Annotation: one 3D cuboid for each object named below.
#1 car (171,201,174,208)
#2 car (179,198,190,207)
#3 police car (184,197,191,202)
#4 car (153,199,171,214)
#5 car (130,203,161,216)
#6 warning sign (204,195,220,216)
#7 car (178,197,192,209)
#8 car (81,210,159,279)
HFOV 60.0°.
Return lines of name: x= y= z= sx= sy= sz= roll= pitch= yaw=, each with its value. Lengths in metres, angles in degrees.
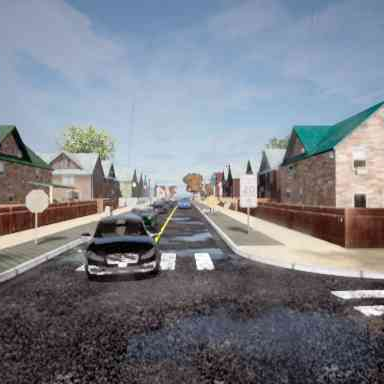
car: x=-3.936 y=1.821 z=53.040 sx=1.994 sy=1.385 sz=4.181 roll=0 pitch=0 yaw=-1
car: x=-1.303 y=1.748 z=58.112 sx=1.882 sy=1.535 sz=5.008 roll=0 pitch=-1 yaw=-1
police car: x=-1.344 y=2.144 z=95.629 sx=1.930 sy=1.638 sz=5.238 roll=0 pitch=-1 yaw=-1
car: x=-3.636 y=1.677 z=36.121 sx=1.994 sy=1.385 sz=4.181 roll=0 pitch=0 yaw=-1
car: x=-3.321 y=1.643 z=22.039 sx=1.895 sy=1.301 sz=4.718 roll=0 pitch=0 yaw=-1
warning sign: x=1.841 y=1.197 z=30.584 sx=1.300 sy=1.860 sz=1.060 roll=-1 pitch=-1 yaw=-1
car: x=-1.026 y=1.741 z=48.322 sx=2.033 sy=1.411 sz=5.357 roll=0 pitch=0 yaw=-1
car: x=-2.217 y=1.516 z=10.316 sx=1.837 sy=1.490 sz=4.892 roll=-1 pitch=0 yaw=-13
